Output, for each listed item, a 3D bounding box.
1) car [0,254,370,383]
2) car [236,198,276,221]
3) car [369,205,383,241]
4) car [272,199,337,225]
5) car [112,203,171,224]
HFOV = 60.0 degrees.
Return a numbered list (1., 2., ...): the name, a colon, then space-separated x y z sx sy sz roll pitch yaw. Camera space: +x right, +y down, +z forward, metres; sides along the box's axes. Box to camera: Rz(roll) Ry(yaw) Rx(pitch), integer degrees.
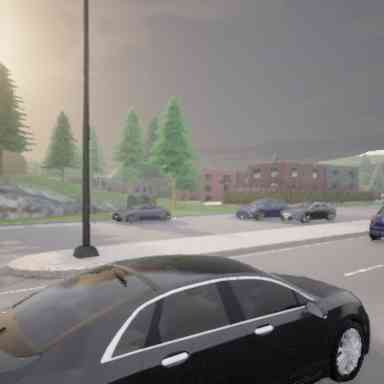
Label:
1. car: 0.125 1.497 3.778 4.892 1.490 1.837 0 0 -36
2. car: 5.598 1.289 26.247 4.553 1.767 2.097 0 0 -35
3. car: 10.070 1.305 15.119 4.553 1.767 2.097 0 0 -35
4. car: 8.392 1.431 23.929 4.902 1.511 2.128 0 0 -35
5. car: -3.590 1.521 24.083 4.181 1.385 1.994 0 0 -35
